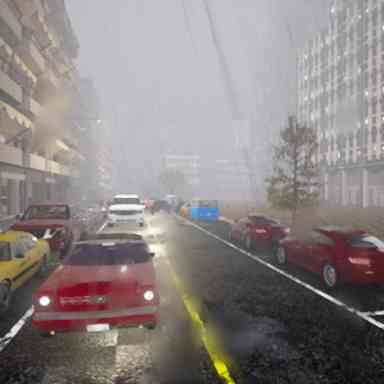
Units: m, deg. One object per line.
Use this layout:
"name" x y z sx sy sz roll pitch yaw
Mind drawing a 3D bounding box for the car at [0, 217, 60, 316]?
"car" -4.443 1.524 7.340 1.752 1.417 4.829 0 0 -10

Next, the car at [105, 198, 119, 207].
"car" -12.256 1.601 51.029 1.802 1.307 4.206 0 0 -10

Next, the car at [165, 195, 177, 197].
"car" -2.061 1.449 41.624 1.967 1.590 4.097 0 0 -10

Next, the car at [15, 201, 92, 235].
"car" -5.447 1.314 12.947 2.192 1.841 5.009 0 0 -10

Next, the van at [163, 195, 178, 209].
"van" -3.035 1.355 47.065 1.690 1.788 3.998 0 0 -10

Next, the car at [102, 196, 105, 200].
"car" -8.364 1.442 29.268 1.967 1.590 4.097 0 0 -10

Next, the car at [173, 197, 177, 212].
"car" -1.087 1.571 36.184 1.947 1.339 4.313 0 0 -10

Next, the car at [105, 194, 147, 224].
"car" -4.414 1.222 22.495 2.150 2.045 5.566 0 0 -10

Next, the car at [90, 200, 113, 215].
"car" -9.337 1.571 34.709 1.947 1.339 4.313 0 0 -10

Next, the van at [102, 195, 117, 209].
"van" -11.284 1.355 45.590 1.690 1.788 3.998 0 0 -10

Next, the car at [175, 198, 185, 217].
"car" -0.144 1.528 30.910 1.752 1.417 4.829 0 0 -10

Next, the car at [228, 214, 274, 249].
"car" 2.804 1.580 14.422 1.802 1.307 4.206 0 0 -10

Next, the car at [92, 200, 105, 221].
"car" -7.391 1.551 23.829 2.008 1.369 4.403 0 0 -10

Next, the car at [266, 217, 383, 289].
"car" 3.777 1.581 8.983 1.802 1.307 4.206 0 0 -10

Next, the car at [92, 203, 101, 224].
"car" -6.418 1.550 18.388 2.008 1.369 4.403 0 0 -10

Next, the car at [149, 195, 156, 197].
"car" -5.101 1.363 43.821 2.097 1.767 4.553 0 0 -10

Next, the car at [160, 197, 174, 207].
"car" -4.037 1.544 52.672 1.752 1.417 4.829 0 0 -10

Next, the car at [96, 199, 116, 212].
"car" -10.310 1.554 40.149 1.887 1.381 4.507 0 0 -10

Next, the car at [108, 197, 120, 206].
"car" -13.228 1.606 56.469 1.802 1.307 4.206 0 0 -10

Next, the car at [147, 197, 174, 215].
"car" -3.262 1.508 33.612 1.837 1.490 4.892 0 0 -10

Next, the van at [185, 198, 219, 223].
"van" 0.857 1.341 25.303 1.690 1.788 3.998 0 0 -10

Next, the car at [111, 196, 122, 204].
"car" -15.174 1.602 67.350 1.947 1.339 4.313 0 0 -10

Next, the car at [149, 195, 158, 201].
"car" -9.844 1.605 85.147 1.887 1.381 4.507 0 0 -10

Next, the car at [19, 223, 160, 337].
"car" -1.713 1.600 6.857 1.895 1.301 4.718 0 0 -10
